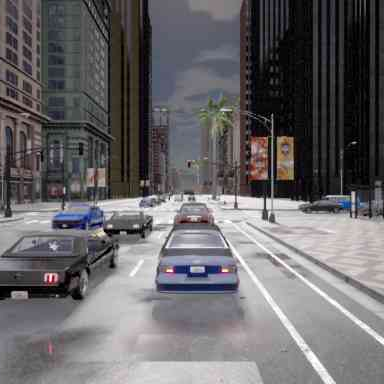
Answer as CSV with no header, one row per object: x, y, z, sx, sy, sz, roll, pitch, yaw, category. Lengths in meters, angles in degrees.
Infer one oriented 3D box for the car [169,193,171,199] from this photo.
-6.529,1.215,84.332,2.150,2.045,5.566,0,0,0,car

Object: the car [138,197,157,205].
-6.601,1.527,48.907,1.812,1.442,4.674,0,0,-1,car

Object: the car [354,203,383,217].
17.061,1.548,29.596,4.403,1.369,2.008,0,0,0,car

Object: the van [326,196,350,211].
17.054,1.314,38.121,3.998,1.788,1.690,0,0,0,van

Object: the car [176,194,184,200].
-3.281,1.316,90.387,1.882,1.535,5.008,0,0,0,car

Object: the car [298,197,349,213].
13.726,1.509,35.454,4.674,1.442,1.812,0,0,2,car

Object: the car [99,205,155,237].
-3.160,1.600,17.484,1.895,1.301,4.718,0,0,0,car

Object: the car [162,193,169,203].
-6.524,1.481,69.135,1.882,1.535,5.008,0,0,0,car

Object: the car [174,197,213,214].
0.114,1.352,18.388,2.097,1.767,4.553,0,0,0,car

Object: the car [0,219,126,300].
-3.152,1.600,8.317,1.895,1.301,4.718,0,0,0,car

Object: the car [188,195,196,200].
-0.031,1.545,91.458,2.033,1.411,5.357,0,0,0,car

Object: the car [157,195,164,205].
-6.606,1.565,58.912,1.994,1.385,4.181,0,0,0,car

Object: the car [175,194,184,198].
-3.278,1.521,80.384,1.812,1.442,4.674,0,0,0,car

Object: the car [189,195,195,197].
-0.028,1.529,81.237,1.812,1.442,4.674,0,0,0,car

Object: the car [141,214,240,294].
0.099,1.547,8.945,2.033,1.411,5.357,0,0,0,car

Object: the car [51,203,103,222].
-6.606,1.477,19.740,1.882,1.535,5.008,0,0,0,car
